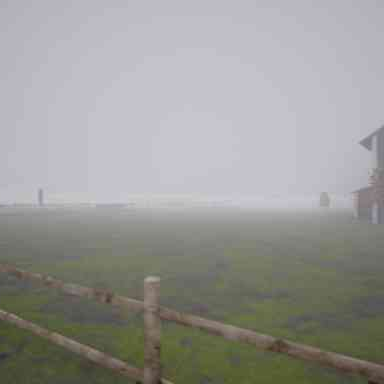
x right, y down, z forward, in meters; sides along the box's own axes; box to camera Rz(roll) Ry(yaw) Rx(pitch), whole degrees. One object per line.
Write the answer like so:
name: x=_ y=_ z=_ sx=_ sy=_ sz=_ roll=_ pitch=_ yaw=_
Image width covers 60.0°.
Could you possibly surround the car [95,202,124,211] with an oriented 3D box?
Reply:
car: x=-13.398 y=2.307 z=54.042 sx=1.895 sy=1.301 sz=4.718 roll=0 pitch=-1 yaw=36
